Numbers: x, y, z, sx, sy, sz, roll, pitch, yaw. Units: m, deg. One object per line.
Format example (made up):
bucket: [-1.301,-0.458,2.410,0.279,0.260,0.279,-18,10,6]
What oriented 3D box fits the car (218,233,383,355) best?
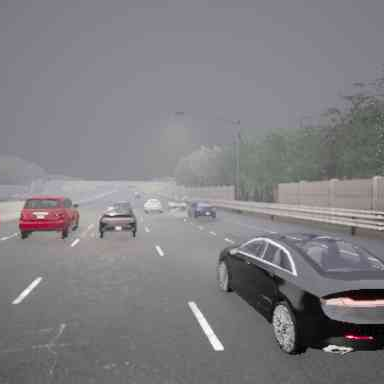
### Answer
car: [1.893,1.516,6.212,2.128,1.511,4.902,0,0,-12]

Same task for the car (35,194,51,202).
car: [-32.585,1.284,72.824,2.097,1.767,4.553,0,0,-11]

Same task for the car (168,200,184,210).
car: [-2.088,1.692,44.500,1.895,1.301,4.718,0,0,-11]

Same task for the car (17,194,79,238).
car: [-7.520,1.237,17.948,2.150,2.045,5.566,0,0,-12]

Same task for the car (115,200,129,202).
car: [-7.284,1.542,34.654,2.128,1.511,4.902,0,0,-11]

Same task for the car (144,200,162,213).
car: [-4.503,1.595,38.116,1.812,1.442,4.674,0,0,-11]

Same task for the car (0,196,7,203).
car: [-38.454,1.495,66.181,2.128,1.511,4.902,0,0,-11]

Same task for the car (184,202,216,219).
car: [0.848,1.602,29.704,1.812,1.442,4.674,0,0,-11]

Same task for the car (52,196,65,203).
car: [-28.910,1.518,72.219,1.812,1.442,4.674,0,0,-11]

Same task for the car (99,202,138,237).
car: [-4.040,1.521,18.386,2.128,1.511,4.902,0,0,-11]
